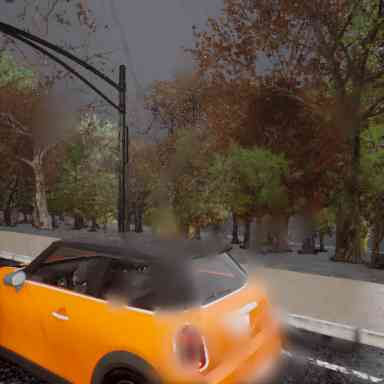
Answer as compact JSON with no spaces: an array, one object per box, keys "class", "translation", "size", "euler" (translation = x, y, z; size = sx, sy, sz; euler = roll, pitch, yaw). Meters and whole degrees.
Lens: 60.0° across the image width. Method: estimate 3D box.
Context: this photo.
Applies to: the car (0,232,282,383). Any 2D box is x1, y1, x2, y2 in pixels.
[{"class":"car","translation":[-1.223,1.351,4.569],"size":[4.553,1.767,2.097],"euler":[0,0,36]}]
